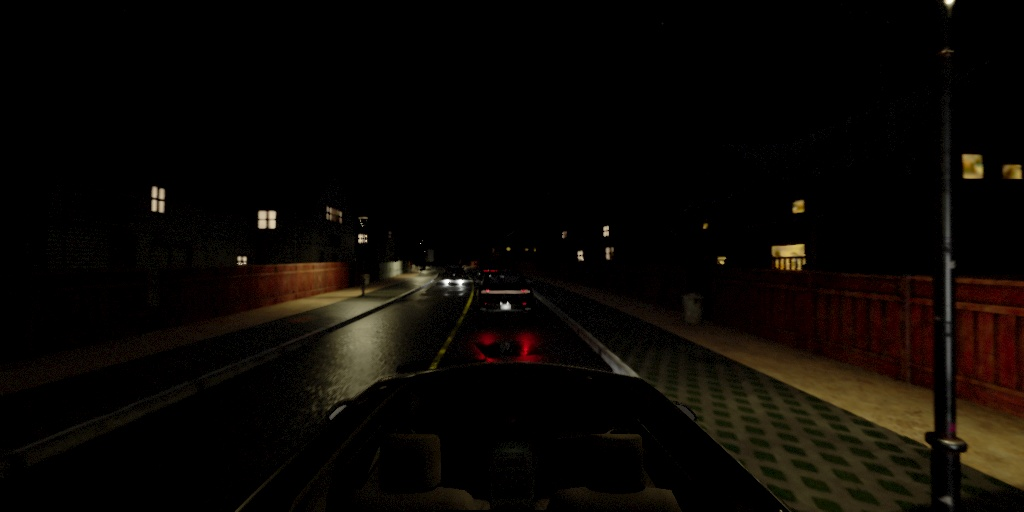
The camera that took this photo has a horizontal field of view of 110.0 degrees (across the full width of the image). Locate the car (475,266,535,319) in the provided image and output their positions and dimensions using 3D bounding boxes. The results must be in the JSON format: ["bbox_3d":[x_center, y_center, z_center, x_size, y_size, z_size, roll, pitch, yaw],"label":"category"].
[{"bbox_3d":[-0.304,1.280,12.884,2.128,1.511,4.902,0,0,-3],"label":"car"}]

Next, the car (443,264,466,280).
[{"bbox_3d":[-5.361,1.476,33.404,1.994,1.385,4.181,0,0,-9],"label":"car"}]

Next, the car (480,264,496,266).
[{"bbox_3d":[-2.135,1.406,31.600,1.837,1.490,4.892,0,-1,-8],"label":"car"}]
